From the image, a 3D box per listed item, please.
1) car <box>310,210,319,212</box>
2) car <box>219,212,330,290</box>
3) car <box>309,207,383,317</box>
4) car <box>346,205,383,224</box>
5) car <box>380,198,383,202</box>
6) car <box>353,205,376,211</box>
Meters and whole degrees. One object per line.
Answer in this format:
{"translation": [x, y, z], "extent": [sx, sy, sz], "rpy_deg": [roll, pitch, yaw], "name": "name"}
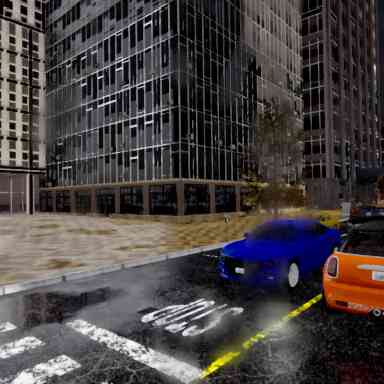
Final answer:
{"translation": [6.534, 1.673, 17.997], "extent": [1.752, 1.417, 4.829], "rpy_deg": [-1, -1, 41], "name": "car"}
{"translation": [2.749, 1.565, 9.690], "extent": [1.882, 1.535, 5.008], "rpy_deg": [-2, -1, 41], "name": "car"}
{"translation": [4.411, 1.357, 6.877], "extent": [2.097, 1.767, 4.553], "rpy_deg": [-2, -1, 41], "name": "car"}
{"translation": [13.925, 1.720, 26.530], "extent": [1.802, 1.307, 4.206], "rpy_deg": [-1, -1, 41], "name": "car"}
{"translation": [42.992, 1.659, 77.766], "extent": [4.507, 1.381, 1.887], "rpy_deg": [-1, -2, 40], "name": "car"}
{"translation": [9.725, 1.568, 17.739], "extent": [2.128, 1.511, 4.902], "rpy_deg": [-2, -1, 41], "name": "car"}
